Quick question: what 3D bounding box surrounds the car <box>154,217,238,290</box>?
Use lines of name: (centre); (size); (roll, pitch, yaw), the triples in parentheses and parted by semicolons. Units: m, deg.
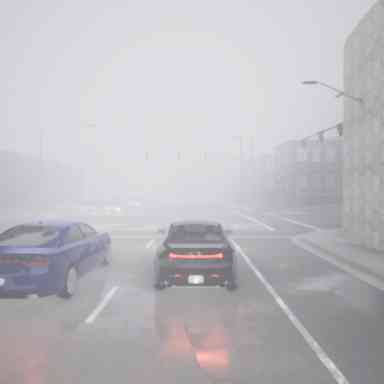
car: (0.091, 1.439, 8.899); (1.837, 1.490, 4.892); (0, 0, 0)

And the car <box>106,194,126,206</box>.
car: (-10.532, 1.264, 46.371); (1.895, 1.301, 4.718); (0, 0, 1)

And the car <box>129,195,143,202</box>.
car: (-10.449, 1.149, 62.339); (1.895, 1.301, 4.718); (0, 0, 1)

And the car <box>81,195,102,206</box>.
car: (-14.022, 1.187, 46.682); (1.812, 1.442, 4.674); (0, 0, 0)

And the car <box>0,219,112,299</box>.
car: (-3.413, 1.416, 8.347); (1.882, 1.535, 5.008); (0, 0, 0)

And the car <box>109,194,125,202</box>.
car: (-13.947, 1.075, 62.126); (1.812, 1.442, 4.674); (0, 0, 1)
